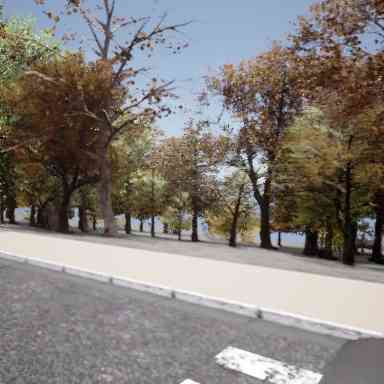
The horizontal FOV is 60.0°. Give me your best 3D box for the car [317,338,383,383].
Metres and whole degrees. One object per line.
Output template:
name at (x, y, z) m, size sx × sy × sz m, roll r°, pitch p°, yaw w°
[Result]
car at (3.251, 1.550, 1.369) m, size 5.357 × 1.411 × 2.033 m, roll 0°, pitch 0°, yaw 35°
